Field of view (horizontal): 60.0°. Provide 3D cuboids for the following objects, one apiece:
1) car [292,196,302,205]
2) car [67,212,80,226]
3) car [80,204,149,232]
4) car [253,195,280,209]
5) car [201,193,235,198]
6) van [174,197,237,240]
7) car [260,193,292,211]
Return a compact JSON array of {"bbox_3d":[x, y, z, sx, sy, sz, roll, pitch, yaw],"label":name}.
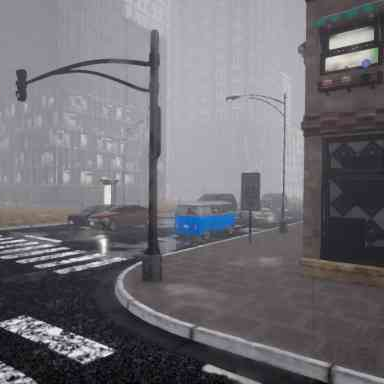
[{"bbox_3d":[16.299,1.363,53.326,1.752,1.417,4.829,1,1,35],"label":"car"},{"bbox_3d":[-6.033,1.467,21.893,1.947,1.339,4.313,1,1,35],"label":"car"},{"bbox_3d":[-4.091,1.466,20.149,1.812,1.442,4.674,1,1,37],"label":"car"},{"bbox_3d":[9.989,1.293,44.443,1.967,1.590,4.097,1,1,35],"label":"car"},{"bbox_3d":[1.863,1.143,28.525,2.150,2.045,5.566,1,1,36],"label":"car"},{"bbox_3d":[0.802,1.368,17.037,1.690,1.788,3.998,1,1,35],"label":"van"},{"bbox_3d":[9.476,1.120,39.201,2.150,2.045,5.566,1,1,37],"label":"car"}]
